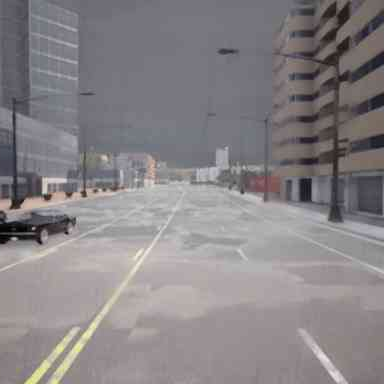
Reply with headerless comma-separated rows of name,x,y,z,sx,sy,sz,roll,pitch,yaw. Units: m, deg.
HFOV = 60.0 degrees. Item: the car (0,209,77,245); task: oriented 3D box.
car,-6.999,1.506,15.322,1.895,1.301,4.718,0,1,0
